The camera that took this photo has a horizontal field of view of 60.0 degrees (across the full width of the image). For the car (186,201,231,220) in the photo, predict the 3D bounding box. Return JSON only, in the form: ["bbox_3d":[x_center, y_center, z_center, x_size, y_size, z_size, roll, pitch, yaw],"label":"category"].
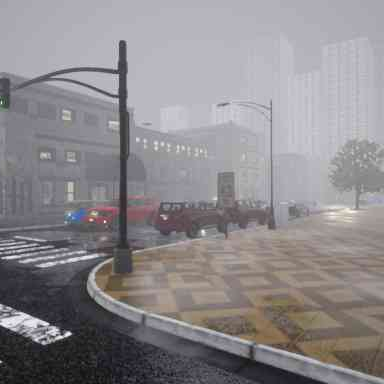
[{"bbox_3d":[1.550,1.622,29.858,1.812,1.442,4.674,0,0,36],"label":"car"}]

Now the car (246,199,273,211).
[{"bbox_3d":[9.237,1.722,45.198,2.008,1.369,4.403,-1,-1,35],"label":"car"}]

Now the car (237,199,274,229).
[{"bbox_3d":[3.294,1.368,22.330,2.192,1.841,5.009,-1,-1,35],"label":"car"}]

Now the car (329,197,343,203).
[{"bbox_3d":[34.796,1.915,81.249,2.008,1.369,4.403,-1,-1,35],"label":"car"}]

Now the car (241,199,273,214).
[{"bbox_3d":[7.581,1.639,38.355,1.837,1.490,4.892,0,0,36],"label":"car"}]

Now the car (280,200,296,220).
[{"bbox_3d":[6.490,1.616,26.834,1.887,1.381,4.507,-1,-1,35],"label":"car"}]

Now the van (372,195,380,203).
[{"bbox_3d":[44.828,1.694,80.914,1.690,1.788,3.998,-1,-1,35],"label":"van"}]

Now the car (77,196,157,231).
[{"bbox_3d":[-4.285,1.285,21.647,2.150,2.045,5.566,0,0,35],"label":"car"}]

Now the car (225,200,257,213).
[{"bbox_3d":[6.042,1.701,40.691,2.008,1.369,4.403,-1,-1,35],"label":"car"}]

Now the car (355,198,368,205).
[{"bbox_3d":[32.050,1.801,62.885,2.008,1.369,4.403,-1,-1,35],"label":"car"}]

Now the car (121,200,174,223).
[{"bbox_3d":[-3.543,1.531,27.173,1.967,1.590,4.097,-1,-1,35],"label":"car"}]

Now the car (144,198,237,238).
[{"bbox_3d":[0.099,1.350,17.823,2.192,1.841,5.009,-1,-1,35],"label":"car"}]

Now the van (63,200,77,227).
[{"bbox_3d":[-6.738,1.414,22.668,1.690,1.788,3.998,-1,0,35],"label":"van"}]

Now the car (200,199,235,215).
[{"bbox_3d":[2.847,1.570,36.187,1.967,1.590,4.097,-1,-1,35],"label":"car"}]

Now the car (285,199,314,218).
[{"bbox_3d":[9.686,1.657,31.341,1.947,1.339,4.313,-1,-1,35],"label":"car"}]
